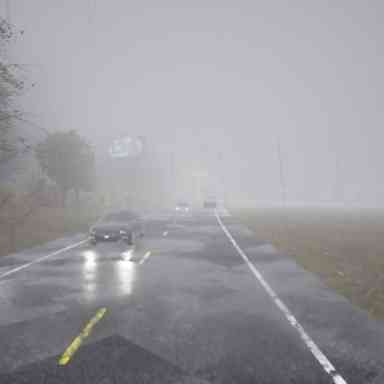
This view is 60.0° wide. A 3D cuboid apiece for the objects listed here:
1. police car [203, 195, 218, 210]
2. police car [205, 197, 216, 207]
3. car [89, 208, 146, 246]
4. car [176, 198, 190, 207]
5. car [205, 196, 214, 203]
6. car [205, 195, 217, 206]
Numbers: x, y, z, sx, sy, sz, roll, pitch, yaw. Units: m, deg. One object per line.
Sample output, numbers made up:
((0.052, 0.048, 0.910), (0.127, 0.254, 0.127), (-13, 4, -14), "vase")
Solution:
((2.604, 1.660, 48.510), (1.930, 1.638, 5.238), (0, 0, 4), "police car")
((3.290, 1.743, 58.453), (1.930, 1.638, 5.238), (0, -1, 4), "police car")
((-3.396, 1.575, 15.855), (1.837, 1.490, 4.892), (0, 0, 1), "car")
((-1.485, 1.774, 56.137), (1.882, 1.535, 5.008), (0, 0, 5), "car")
((4.444, 1.810, 83.185), (2.097, 1.767, 4.553), (0, -1, 6), "car")
((3.755, 1.601, 64.337), (2.150, 2.045, 5.566), (0, -1, 5), "car")
